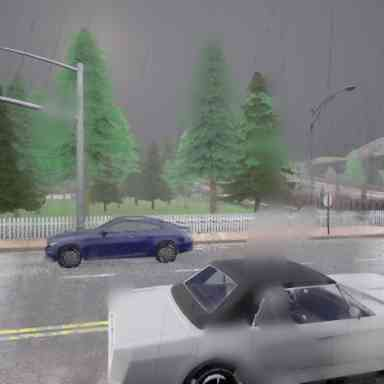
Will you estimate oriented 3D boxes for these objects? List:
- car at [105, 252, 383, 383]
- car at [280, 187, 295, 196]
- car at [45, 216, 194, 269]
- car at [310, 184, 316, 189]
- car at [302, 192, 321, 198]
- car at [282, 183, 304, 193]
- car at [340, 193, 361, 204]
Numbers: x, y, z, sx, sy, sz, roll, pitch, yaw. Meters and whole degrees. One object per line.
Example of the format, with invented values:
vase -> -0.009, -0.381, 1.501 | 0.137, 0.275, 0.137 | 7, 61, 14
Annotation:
car -> 1.328, 1.601, 4.378 | 4.718, 1.301, 1.895 | 0, 0, -14
car -> 16.057, 0.416, 58.422 | 2.033, 1.411, 5.357 | 0, 5, -15
car -> -2.254, 1.526, 10.898 | 4.674, 1.442, 1.812 | 0, 0, -14
car -> 25.944, -1.239, 75.398 | 2.128, 1.511, 4.902 | 0, 7, -16
car -> 20.170, 0.691, 56.649 | 1.994, 1.385, 4.181 | 0, 5, -15
car -> 20.623, -0.920, 68.399 | 1.882, 1.535, 5.008 | 0, 7, -16
car -> 24.950, 0.998, 52.494 | 1.882, 1.535, 5.008 | 0, 4, -15
